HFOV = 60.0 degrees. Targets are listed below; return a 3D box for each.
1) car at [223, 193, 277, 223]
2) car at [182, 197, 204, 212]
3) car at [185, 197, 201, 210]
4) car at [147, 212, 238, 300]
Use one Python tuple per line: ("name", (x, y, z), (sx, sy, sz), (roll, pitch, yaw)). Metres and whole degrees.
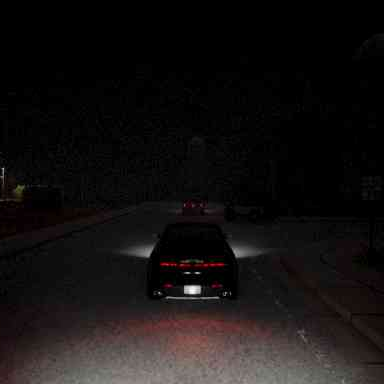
("car", (4.191, 1.116, 24.118), (1.905, 1.878, 3.866), (-8, 4, -42))
("car", (0.121, 1.295, 33.359), (2.097, 1.767, 4.553), (0, 0, 0))
("car", (0.131, 1.472, 43.721), (2.033, 1.411, 5.357), (0, 0, 0))
("car", (0.012, 1.492, 8.353), (1.837, 1.490, 4.892), (0, 0, 0))
